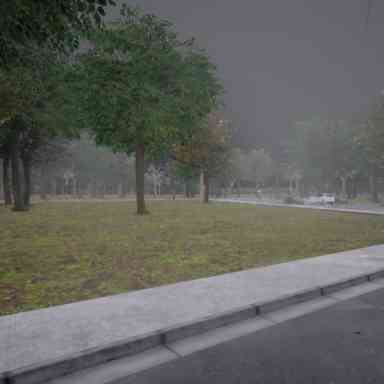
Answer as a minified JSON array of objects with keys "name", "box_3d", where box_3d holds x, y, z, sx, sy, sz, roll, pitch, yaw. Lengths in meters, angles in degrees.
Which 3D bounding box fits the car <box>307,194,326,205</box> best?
[{"name":"car","box_3d":[21.116,1.564,58.884,1.812,1.442,4.674,0,0,-12]}]

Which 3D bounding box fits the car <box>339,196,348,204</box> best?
[{"name":"car","box_3d":[27.129,1.554,62.338,2.128,1.511,4.902,0,0,-12]}]

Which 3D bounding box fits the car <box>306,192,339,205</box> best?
[{"name":"car","box_3d":[23.993,1.273,61.483,2.150,2.045,5.566,0,0,-11]}]

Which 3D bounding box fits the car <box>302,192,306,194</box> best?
[{"name":"car","box_3d":[21.774,1.406,71.535,2.128,1.511,4.902,0,0,-12]}]

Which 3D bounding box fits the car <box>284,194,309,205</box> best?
[{"name":"car","box_3d":[17.918,1.534,58.301,1.837,1.490,4.892,0,-1,-12]}]
